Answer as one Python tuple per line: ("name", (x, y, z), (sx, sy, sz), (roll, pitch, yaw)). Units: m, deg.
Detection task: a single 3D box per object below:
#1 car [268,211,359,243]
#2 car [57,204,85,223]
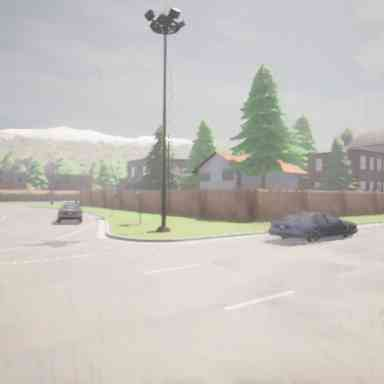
("car", (6.187, 1.678, 16.757), (5.357, 1.411, 2.033), (1, 0, -35))
("car", (-9.534, 1.613, 26.263), (2.033, 1.411, 5.357), (1, 0, -18))
